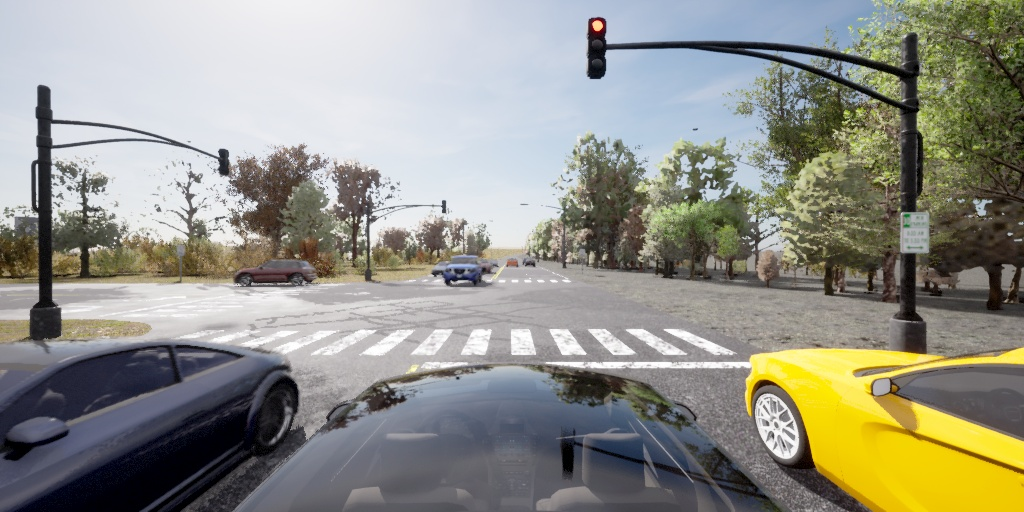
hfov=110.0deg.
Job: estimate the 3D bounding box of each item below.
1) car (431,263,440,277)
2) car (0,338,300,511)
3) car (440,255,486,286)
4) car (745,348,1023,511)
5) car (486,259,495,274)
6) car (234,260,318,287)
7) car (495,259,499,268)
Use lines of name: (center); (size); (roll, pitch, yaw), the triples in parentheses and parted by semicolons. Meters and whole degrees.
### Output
car: (-6.598, 1.297, 35.658); (2.033, 1.411, 5.357); (0, 0, 0)
car: (-3.350, 1.314, 2.279); (1.994, 1.385, 4.181); (0, 0, 0)
car: (-3.337, 0.963, 25.457); (2.150, 2.045, 5.566); (0, 0, 0)
car: (3.363, 1.195, 1.716); (1.882, 1.535, 5.008); (0, 1, 0)
car: (-3.349, 1.102, 39.908); (2.097, 1.767, 4.553); (0, 0, 0)
car: (-15.679, 1.050, 23.919); (4.553, 1.767, 2.097); (0, 0, -8)
car: (-3.328, 1.278, 60.674); (1.812, 1.442, 4.674); (0, 0, 0)
